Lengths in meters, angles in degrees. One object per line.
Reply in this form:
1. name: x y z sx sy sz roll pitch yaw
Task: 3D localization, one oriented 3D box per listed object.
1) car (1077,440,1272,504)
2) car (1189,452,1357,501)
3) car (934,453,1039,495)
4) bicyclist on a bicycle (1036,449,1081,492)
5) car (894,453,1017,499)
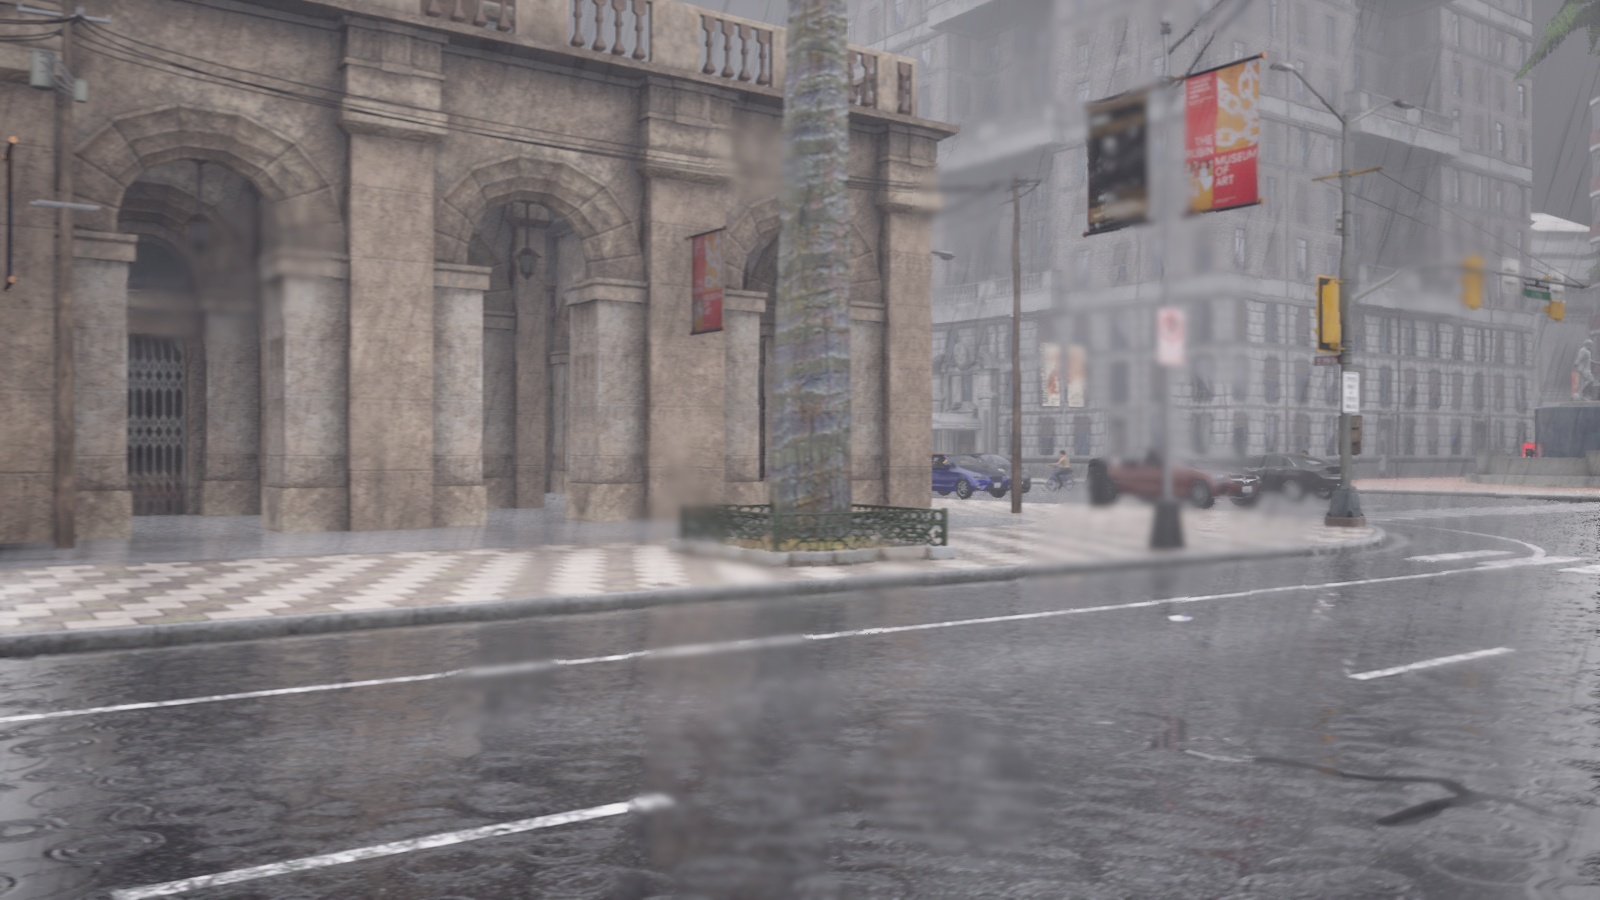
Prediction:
1. car: 10.432 0.580 35.369 2.152 1.651 5.027 0 0 -35
2. car: 15.202 0.808 40.600 1.837 1.490 4.892 0 0 -35
3. car: 6.867 0.850 46.417 1.845 1.501 3.633 0 0 -35
4. bicyclist on a bicycle: 9.930 0.769 48.236 0.866 1.612 1.509 0 0 -36
5. car: 5.236 0.845 42.735 1.816 1.474 4.193 0 0 -34
